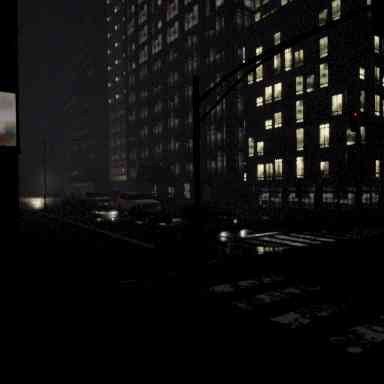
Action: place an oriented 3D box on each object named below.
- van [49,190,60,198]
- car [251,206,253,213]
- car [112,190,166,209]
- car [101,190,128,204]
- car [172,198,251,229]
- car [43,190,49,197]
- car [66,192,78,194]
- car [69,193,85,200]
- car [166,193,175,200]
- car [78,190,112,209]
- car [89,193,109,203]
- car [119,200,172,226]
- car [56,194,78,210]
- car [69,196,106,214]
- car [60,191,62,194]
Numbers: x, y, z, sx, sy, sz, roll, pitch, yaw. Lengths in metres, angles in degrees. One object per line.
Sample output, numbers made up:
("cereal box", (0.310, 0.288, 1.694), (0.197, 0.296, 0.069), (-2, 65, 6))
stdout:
("van", (-32.438, 0.536, 79.999), (1.690, 1.788, 3.998), (-1, 1, -35))
("car", (3.079, 1.284, 28.308), (1.752, 1.417, 4.829), (-1, 1, -35))
("car", (-4.867, 1.025, 29.690), (2.150, 2.045, 5.566), (-1, 1, -35))
("car", (-12.018, 0.739, 51.034), (2.150, 2.045, 5.566), (-1, 1, -35))
("car", (1.087, 1.386, 21.039), (2.128, 1.511, 4.902), (-1, 1, -35))
("car", (-35.635, 0.694, 84.649), (2.008, 1.369, 4.403), (-1, 1, -35))
("car", (-19.319, 1.087, 56.175), (1.895, 1.301, 4.718), (-1, 1, -35))
("car", (-22.846, 0.895, 66.059), (1.887, 1.381, 4.507), (-1, 1, -35))
("car", (-3.662, 0.969, 38.170), (2.192, 1.841, 5.009), (-1, 1, -35))
("car", (-10.930, 0.931, 38.524), (2.150, 2.045, 5.566), (-1, 1, -35))
("car", (-15.940, 0.925, 56.799), (1.882, 1.535, 5.008), (-1, 1, -35))
("car", (-2.921, 1.458, 22.363), (2.008, 1.369, 4.403), (-1, 1, -35))
("car", (-13.740, 1.292, 38.038), (2.008, 1.369, 4.403), (-1, 1, -35))
("car", (-10.541, 1.357, 33.390), (1.947, 1.339, 4.313), (-1, 1, -35))
("car", (-26.043, 0.739, 70.705), (1.967, 1.590, 4.097), (-1, 1, -35))
